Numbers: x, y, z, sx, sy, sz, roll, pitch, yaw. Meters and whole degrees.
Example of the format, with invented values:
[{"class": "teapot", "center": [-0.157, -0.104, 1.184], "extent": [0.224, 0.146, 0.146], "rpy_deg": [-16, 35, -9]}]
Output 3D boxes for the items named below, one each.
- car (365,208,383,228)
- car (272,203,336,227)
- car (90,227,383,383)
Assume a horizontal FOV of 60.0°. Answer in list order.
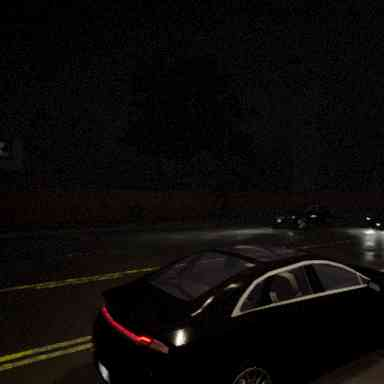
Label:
[{"class": "car", "center": [13.406, 1.572, 21.507], "extent": [5.357, 1.411, 2.033], "rpy_deg": [0, 0, -34]}, {"class": "car", "center": [7.334, 1.486, 21.620], "extent": [4.902, 1.511, 2.128], "rpy_deg": [0, 0, -34]}, {"class": "car", "center": [1.168, 1.487, 4.514], "extent": [4.902, 1.511, 2.128], "rpy_deg": [0, 0, -34]}]
